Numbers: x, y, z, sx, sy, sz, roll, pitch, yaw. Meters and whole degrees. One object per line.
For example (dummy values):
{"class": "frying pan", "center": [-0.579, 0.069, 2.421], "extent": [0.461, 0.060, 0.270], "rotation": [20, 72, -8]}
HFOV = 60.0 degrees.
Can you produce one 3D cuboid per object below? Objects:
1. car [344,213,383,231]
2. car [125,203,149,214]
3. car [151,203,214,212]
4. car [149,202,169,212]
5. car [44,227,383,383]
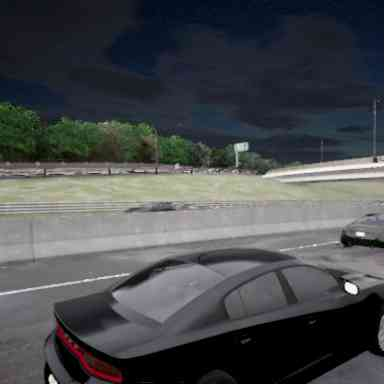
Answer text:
{"class": "car", "center": [7.967, 1.555, 13.608], "extent": [4.181, 1.385, 1.994], "rotation": [0, 0, -35]}
{"class": "car", "center": [-2.875, 1.536, 27.642], "extent": [5.357, 1.411, 2.033], "rotation": [0, 0, -35]}
{"class": "car", "center": [0.086, 1.587, 21.170], "extent": [4.718, 1.301, 1.895], "rotation": [0, 0, -35]}
{"class": "car", "center": [-0.727, 1.552, 24.854], "extent": [4.181, 1.385, 1.994], "rotation": [0, 0, -35]}
{"class": "car", "center": [0.816, 1.469, 4.332], "extent": [5.008, 1.535, 1.882], "rotation": [-1, 0, -35]}
